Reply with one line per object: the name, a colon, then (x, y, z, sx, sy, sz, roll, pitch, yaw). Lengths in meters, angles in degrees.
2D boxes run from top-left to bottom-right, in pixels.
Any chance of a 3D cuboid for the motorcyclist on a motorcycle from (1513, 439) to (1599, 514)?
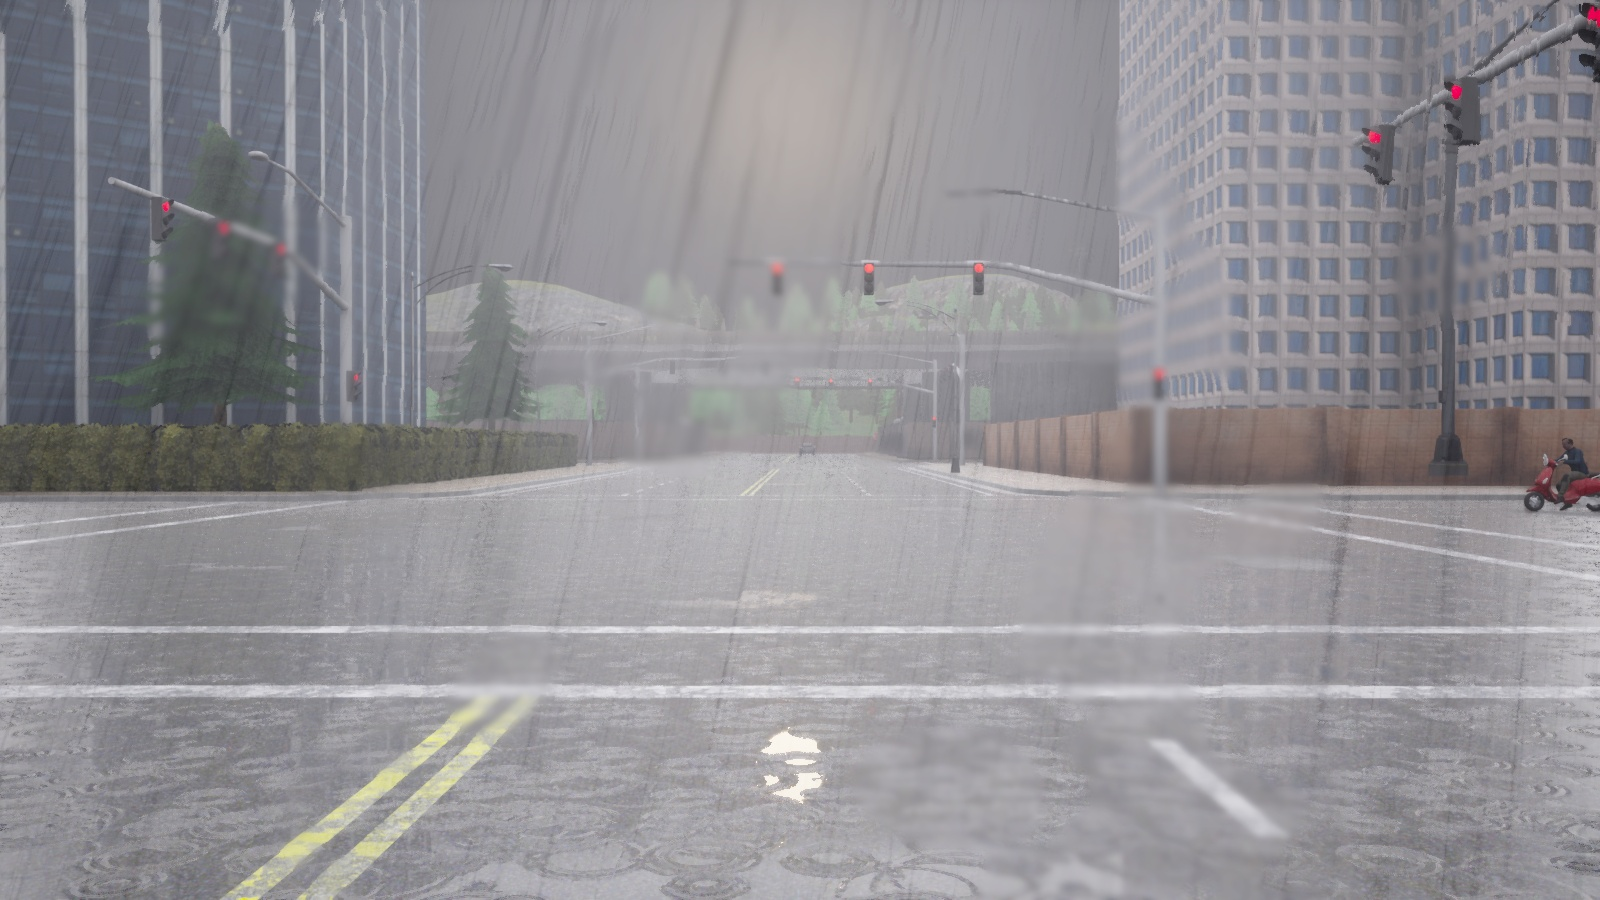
motorcyclist on a motorcycle: (16.569, 0.560, 27.136, 1.817, 1.590, 0.866, 0, 0, 1)
